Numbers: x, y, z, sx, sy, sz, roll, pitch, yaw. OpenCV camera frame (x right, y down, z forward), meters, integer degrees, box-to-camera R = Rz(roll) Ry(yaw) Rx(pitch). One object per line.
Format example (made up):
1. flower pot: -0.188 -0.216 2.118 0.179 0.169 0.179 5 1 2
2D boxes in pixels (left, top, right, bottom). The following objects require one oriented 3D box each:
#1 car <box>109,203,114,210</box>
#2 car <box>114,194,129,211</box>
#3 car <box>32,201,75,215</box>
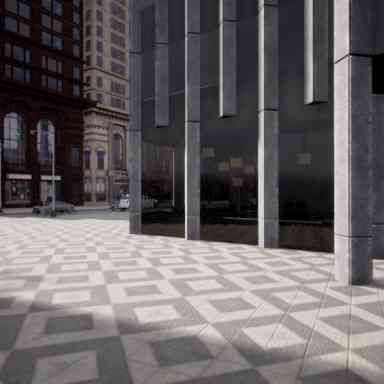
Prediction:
1. car: -8.632 1.601 43.496 1.837 1.490 4.892 0 0 36
2. car: -6.436 1.311 41.079 2.150 2.045 5.566 0 0 35
3. car: -14.589 1.630 35.167 1.994 1.385 4.181 0 0 36
